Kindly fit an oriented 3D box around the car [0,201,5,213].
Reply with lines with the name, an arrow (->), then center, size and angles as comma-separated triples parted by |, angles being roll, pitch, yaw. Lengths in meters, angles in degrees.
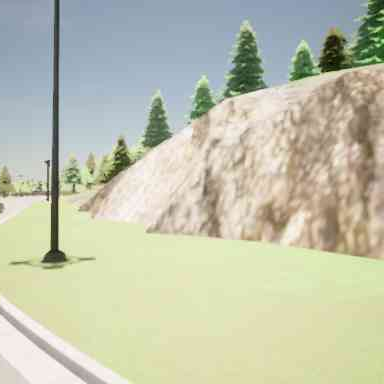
car -> -22.589, 1.644, 37.824 | 2.033, 1.411, 5.357 | 1, 0, -23
